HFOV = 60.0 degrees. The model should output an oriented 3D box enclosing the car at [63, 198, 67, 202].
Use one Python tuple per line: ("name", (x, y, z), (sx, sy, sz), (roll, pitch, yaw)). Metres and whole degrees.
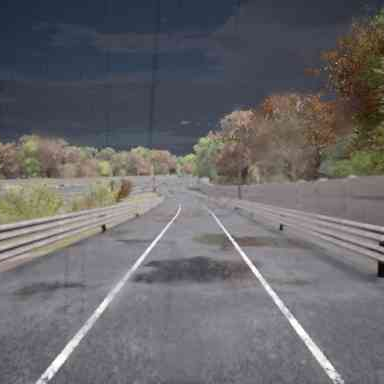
("car", (-30.556, 1.808, 76.576), (1.837, 1.490, 4.892), (1, 4, 16))
